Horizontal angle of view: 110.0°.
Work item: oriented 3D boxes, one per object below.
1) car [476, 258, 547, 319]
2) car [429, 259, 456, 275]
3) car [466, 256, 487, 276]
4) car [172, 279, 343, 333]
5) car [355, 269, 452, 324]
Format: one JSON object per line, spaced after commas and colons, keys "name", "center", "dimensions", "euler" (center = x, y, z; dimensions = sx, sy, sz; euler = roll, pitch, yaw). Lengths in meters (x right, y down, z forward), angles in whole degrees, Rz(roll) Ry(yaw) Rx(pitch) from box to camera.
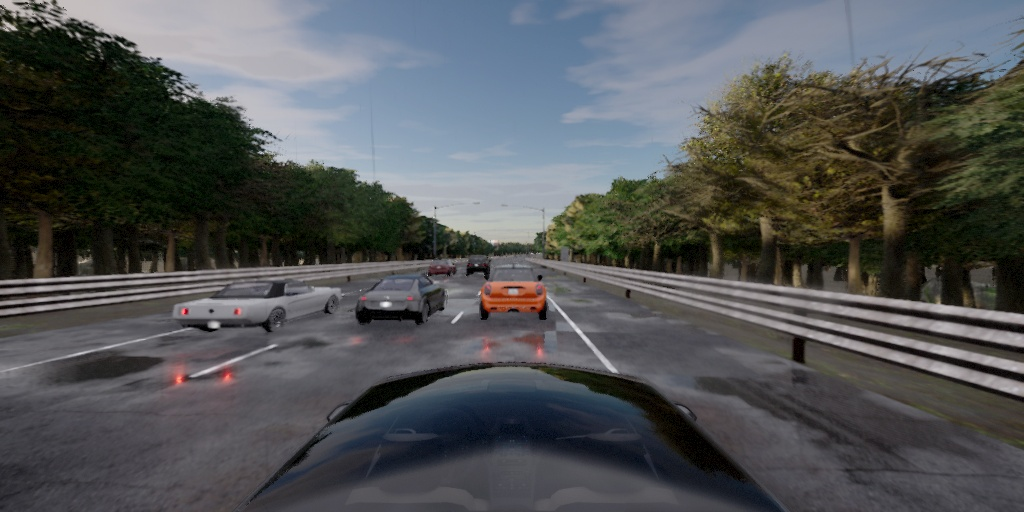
{"name": "car", "center": [0.061, 1.085, 12.900], "dimensions": [2.097, 1.767, 4.553], "euler": [0, 0, 0]}
{"name": "car", "center": [-6.902, 1.101, 35.988], "dimensions": [2.097, 1.767, 4.553], "euler": [0, 0, 0]}
{"name": "car", "center": [-3.398, 0.973, 37.184], "dimensions": [2.150, 2.045, 5.566], "euler": [0, 0, 0]}
{"name": "car", "center": [-6.959, 1.333, 10.624], "dimensions": [1.895, 1.301, 4.718], "euler": [0, 0, 0]}
{"name": "car", "center": [-3.448, 1.298, 11.859], "dimensions": [1.994, 1.385, 4.181], "euler": [0, 0, 1]}
